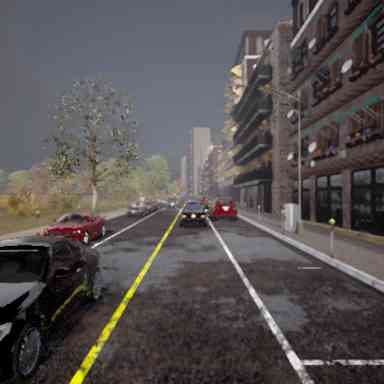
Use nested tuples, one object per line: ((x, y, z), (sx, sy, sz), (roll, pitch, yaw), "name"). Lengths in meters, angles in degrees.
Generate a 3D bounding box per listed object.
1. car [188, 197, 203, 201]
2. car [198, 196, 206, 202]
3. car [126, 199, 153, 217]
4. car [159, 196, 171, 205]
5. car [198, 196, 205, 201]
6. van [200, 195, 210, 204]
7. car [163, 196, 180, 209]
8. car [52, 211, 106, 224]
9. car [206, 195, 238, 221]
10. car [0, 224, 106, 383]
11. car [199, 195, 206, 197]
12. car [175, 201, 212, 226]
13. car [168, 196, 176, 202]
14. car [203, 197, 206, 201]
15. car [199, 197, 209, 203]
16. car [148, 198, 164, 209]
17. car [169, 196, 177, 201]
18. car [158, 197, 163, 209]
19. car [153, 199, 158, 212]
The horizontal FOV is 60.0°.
((0.100, 1.636, 41.048), (1.812, 1.442, 4.674), (0, 0, 0), "car")
((2.574, 1.786, 84.147), (1.887, 1.381, 4.507), (1, 0, 0), "car")
((-5.307, 1.638, 32.526), (2.008, 1.369, 4.403), (1, 0, 0), "car")
((-5.305, 1.626, 66.450), (1.967, 1.590, 4.097), (1, 0, 0), "car")
((2.574, 1.827, 89.808), (1.947, 1.339, 4.313), (1, 0, 0), "car")
((2.576, 1.528, 67.165), (1.690, 1.788, 3.998), (1, 0, 0), "van")
((-2.828, 1.481, 47.655), (2.097, 1.767, 4.553), (0, 0, 0), "car")
((-5.307, 1.586, 15.564), (1.887, 1.381, 4.507), (1, 0, 0), "car")
((2.576, 1.388, 27.539), (2.192, 1.841, 5.009), (1, 0, 0), "car")
((-2.851, 1.541, 5.565), (1.812, 1.442, 4.674), (0, 0, 0), "car")
((2.576, 1.485, 61.504), (2.192, 1.841, 5.009), (1, 0, 0), "car")
((0.100, 1.610, 23.813), (2.033, 1.411, 5.357), (0, 0, 0), "car")
((-5.306, 1.783, 88.896), (1.752, 1.417, 4.829), (1, 0, 0), "car")
((2.573, 1.687, 44.520), (1.947, 1.339, 4.313), (1, 0, 0), "car")
((2.574, 1.771, 72.825), (1.947, 1.339, 4.313), (1, 0, 0), "car")
((-5.307, 1.686, 49.488), (2.008, 1.369, 4.403), (1, 0, 0), "car")
((-5.306, 1.829, 94.720), (2.008, 1.369, 4.403), (1, 0, 0), "car")
((-5.307, 1.664, 43.834), (1.887, 1.381, 4.507), (1, 0, 0), "car")
((-5.307, 1.685, 38.181), (1.802, 1.307, 4.206), (1, 0, 0), "car")
